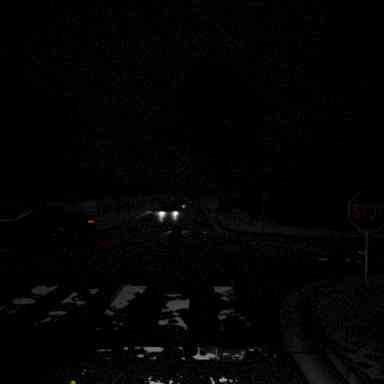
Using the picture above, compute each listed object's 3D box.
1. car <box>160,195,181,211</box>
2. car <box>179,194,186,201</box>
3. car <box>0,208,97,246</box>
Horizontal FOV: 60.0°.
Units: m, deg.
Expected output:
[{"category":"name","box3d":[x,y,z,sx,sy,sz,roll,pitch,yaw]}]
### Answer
[{"category":"car","box3d":[-2.696,1.449,39.832,1.882,1.535,5.008,0,0,0]},{"category":"car","box3d":[-2.105,1.142,60.629,2.097,1.767,4.553,0,0,5]},{"category":"car","box3d":[-6.578,1.424,14.457,4.674,1.442,1.812,1,1,-24]}]
